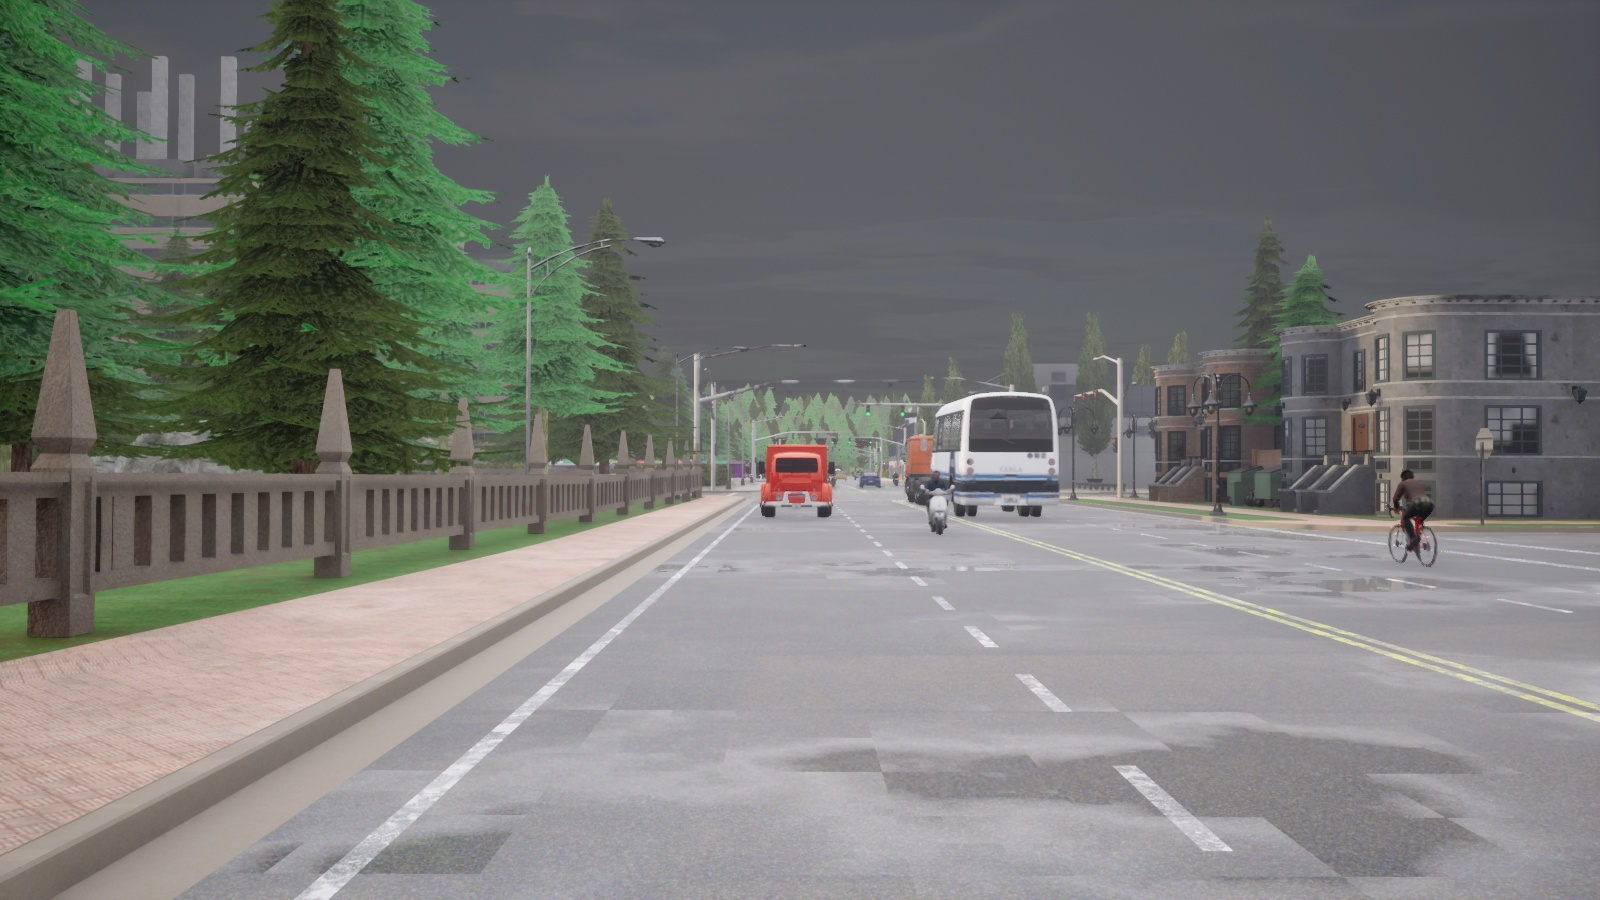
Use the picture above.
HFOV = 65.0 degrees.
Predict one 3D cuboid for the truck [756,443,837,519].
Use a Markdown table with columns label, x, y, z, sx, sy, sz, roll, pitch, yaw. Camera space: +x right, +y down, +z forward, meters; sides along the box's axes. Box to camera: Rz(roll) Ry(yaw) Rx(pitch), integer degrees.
| label | x | y | z | sx | sy | sz | roll | pitch | yaw |
| --- | --- | --- | --- | --- | --- | --- | --- | --- | --- |
| truck | -0.111 | 1.054 | 43.306 | 2.627 | 2.467 | 5.204 | 0 | -1 | 0 |

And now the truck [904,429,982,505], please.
| label | x | y | z | sx | sy | sz | roll | pitch | yaw |
| --- | --- | --- | --- | --- | --- | --- | --- | --- | --- |
| truck | 6.842 | 0.832 | 61.254 | 2.891 | 3.462 | 7.936 | 0 | -1 | 0 |

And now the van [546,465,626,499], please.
| label | x | y | z | sx | sy | sz | roll | pitch | yaw |
| --- | --- | --- | --- | --- | --- | --- | --- | --- | --- |
| van | -12.729 | 1.869 | 74.738 | 4.442 | 1.987 | 1.775 | 0 | -1 | 0 |

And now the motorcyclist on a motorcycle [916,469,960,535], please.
| label | x | y | z | sx | sy | sz | roll | pitch | yaw |
| --- | --- | --- | --- | --- | --- | --- | --- | --- | --- |
| motorcyclist on a motorcycle | 3.421 | 1.278 | 31.286 | 0.866 | 1.590 | 1.817 | 0 | -1 | 0 |

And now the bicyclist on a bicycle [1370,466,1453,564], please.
| label | x | y | z | sx | sy | sz | roll | pitch | yaw |
| --- | --- | --- | --- | --- | --- | --- | --- | --- | --- |
| bicyclist on a bicycle | 10.445 | 1.086 | 21.493 | 0.582 | 1.620 | 1.656 | 0 | -1 | 0 |

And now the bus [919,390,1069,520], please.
| label | x | y | z | sx | sy | sz | roll | pitch | yaw |
| --- | --- | --- | --- | --- | --- | --- | --- | --- | --- |
| bus | 6.877 | 0.190 | 46.495 | 3.944 | 4.253 | 10.273 | 0 | 0 | 0 |
